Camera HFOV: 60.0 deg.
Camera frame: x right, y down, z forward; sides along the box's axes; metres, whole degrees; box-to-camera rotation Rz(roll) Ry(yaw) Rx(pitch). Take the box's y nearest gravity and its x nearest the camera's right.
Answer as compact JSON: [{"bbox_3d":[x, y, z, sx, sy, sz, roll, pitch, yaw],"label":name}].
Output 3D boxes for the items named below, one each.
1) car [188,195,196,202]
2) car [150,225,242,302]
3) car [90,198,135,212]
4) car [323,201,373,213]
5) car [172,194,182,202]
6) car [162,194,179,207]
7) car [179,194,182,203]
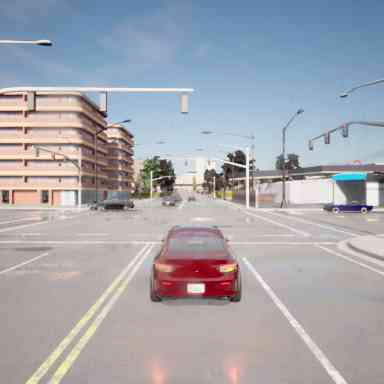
[{"bbox_3d":[-0.040,1.540,79.813,2.033,1.411,5.357,0,0,0],"label":"car"},{"bbox_3d":[0.078,1.526,8.149,1.812,1.442,4.674,0,0,0],"label":"car"},{"bbox_3d":[-8.819,1.447,37.199,4.902,1.511,2.128,0,1,-24],"label":"car"},{"bbox_3d":[16.518,1.601,35.454,4.718,1.301,1.895,0,0,1],"label":"car"},{"bbox_3d":[-3.540,1.355,79.798,2.097,1.767,4.553,0,0,0],"label":"car"},{"bbox_3d":[-3.618,1.492,52.586,2.128,1.511,4.902,0,0,0],"label":"car"},{"bbox_3d":[-3.539,1.506,68.896,1.837,1.490,4.892,0,0,0],"label":"car"}]
